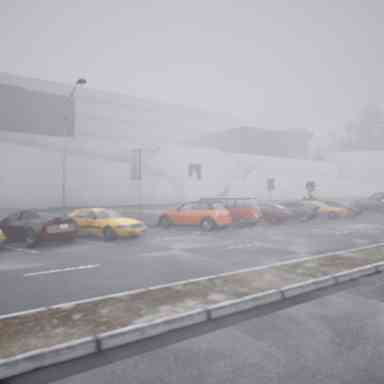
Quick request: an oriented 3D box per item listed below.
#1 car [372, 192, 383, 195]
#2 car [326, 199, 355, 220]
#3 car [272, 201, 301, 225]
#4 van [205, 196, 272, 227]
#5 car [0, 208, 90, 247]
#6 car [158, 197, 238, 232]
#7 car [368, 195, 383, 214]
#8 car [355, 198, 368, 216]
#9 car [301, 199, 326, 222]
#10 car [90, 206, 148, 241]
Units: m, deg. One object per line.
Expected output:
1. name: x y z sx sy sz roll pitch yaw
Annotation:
1. car: 19.505 1.004 34.211 5.566 2.045 2.435 -1 0 35
2. car: 9.967 1.396 27.176 5.366 1.575 1.946 -1 -1 35
3. car: 4.948 1.488 23.809 4.674 1.452 2.002 -1 0 35
4. van: 2.616 1.238 22.027 4.442 1.987 1.878 -1 -1 35
5. car: -7.236 1.521 15.177 4.792 1.488 2.163 -1 0 35
6. car: 0.105 1.350 20.335 4.553 1.767 2.185 -1 0 35
7. car: 17.108 1.336 32.464 4.674 1.452 2.002 -1 0 35
8. car: 12.268 1.401 28.991 4.792 1.488 2.163 -1 -1 35
9. car: 7.351 1.460 25.558 4.792 1.488 2.163 -1 0 35
10. car: -4.626 1.483 16.790 5.366 1.575 1.946 -1 -1 35
